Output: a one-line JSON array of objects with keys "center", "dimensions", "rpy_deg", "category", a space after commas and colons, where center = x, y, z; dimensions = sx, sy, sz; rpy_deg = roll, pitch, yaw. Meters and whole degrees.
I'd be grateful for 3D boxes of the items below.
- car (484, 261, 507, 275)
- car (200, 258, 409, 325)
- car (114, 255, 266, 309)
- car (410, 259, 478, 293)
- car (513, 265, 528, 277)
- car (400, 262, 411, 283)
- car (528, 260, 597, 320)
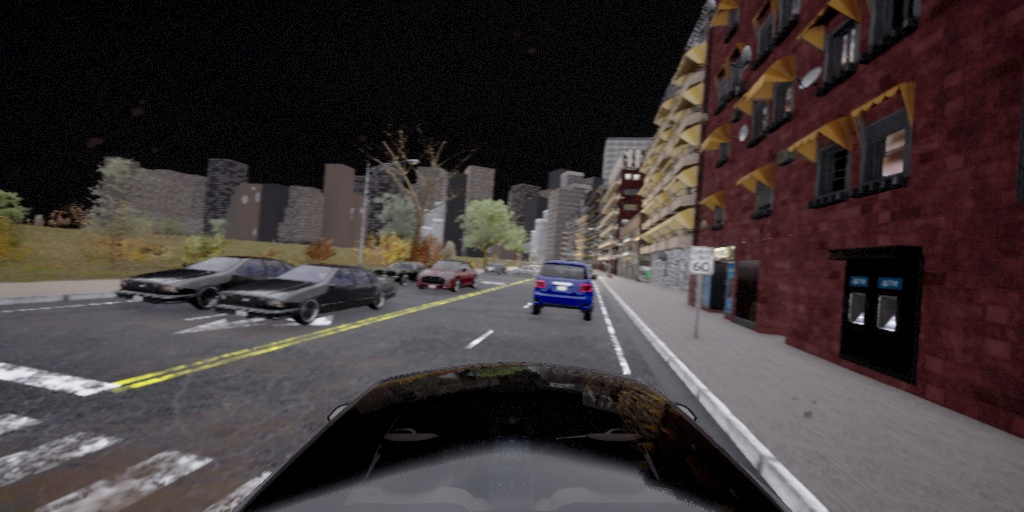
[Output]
[{"center": [-1.891, 1.398, 42.338], "dimensions": [2.128, 1.511, 4.902], "rpy_deg": [4, -1, 13], "category": "car"}, {"center": [-5.387, 0.940, 10.482], "dimensions": [2.033, 1.411, 5.357], "rpy_deg": [4, 0, 12], "category": "car"}, {"center": [-8.526, 0.702, 11.309], "dimensions": [2.033, 1.411, 5.357], "rpy_deg": [4, 0, 12], "category": "car"}, {"center": [-3.421, 0.970, 19.807], "dimensions": [2.097, 1.767, 4.553], "rpy_deg": [4, -1, 12], "category": "car"}, {"center": [1.467, 1.770, 42.551], "dimensions": [1.895, 1.301, 4.718], "rpy_deg": [4, 0, 13], "category": "car"}, {"center": [-6.408, 0.998, 21.449], "dimensions": [1.895, 1.301, 4.718], "rpy_deg": [4, 0, 12], "category": "car"}, {"center": [2.226, 1.243, 14.664], "dimensions": [2.150, 2.045, 5.566], "rpy_deg": [4, 0, 12], "category": "car"}]
